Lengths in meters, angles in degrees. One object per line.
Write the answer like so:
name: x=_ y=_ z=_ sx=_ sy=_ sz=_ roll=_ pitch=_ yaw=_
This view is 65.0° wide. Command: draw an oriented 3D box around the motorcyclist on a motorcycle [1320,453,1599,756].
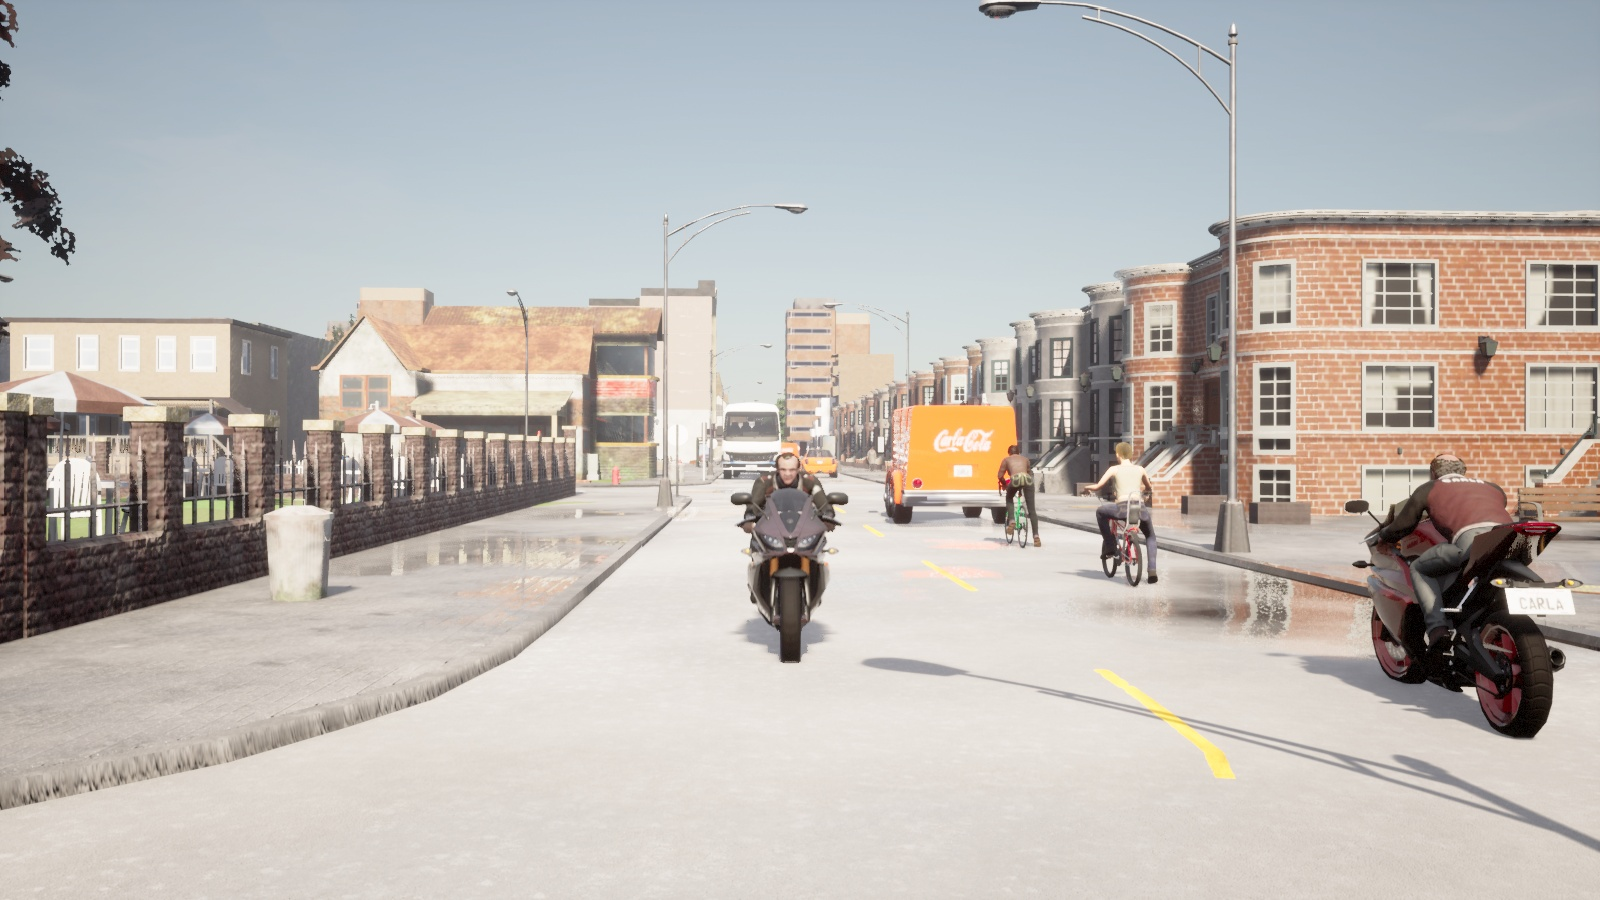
motorcyclist on a motorcycle: x=3.892 y=0.786 z=7.488 sx=0.866 sy=1.530 sz=2.191 roll=0 pitch=0 yaw=6

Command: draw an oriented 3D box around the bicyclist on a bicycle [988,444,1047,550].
bicyclist on a bicycle: x=3.462 y=0.727 z=20.117 sx=0.582 sy=1.620 sz=1.656 roll=0 pitch=0 yaw=-2

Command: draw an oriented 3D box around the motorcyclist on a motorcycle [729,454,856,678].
motorcyclist on a motorcycle: x=-0.090 y=0.796 z=9.695 sx=0.866 sy=1.530 sz=2.191 roll=0 pitch=0 yaw=-2

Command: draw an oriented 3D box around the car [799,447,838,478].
car: x=1.059 y=0.737 z=75.494 sx=2.097 sy=1.767 sz=4.553 roll=0 pitch=0 yaw=-2

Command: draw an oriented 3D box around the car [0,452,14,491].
car: x=-33.778 y=0.843 z=48.970 sx=4.902 sy=1.511 sz=2.128 roll=0 pitch=0 yaw=-3

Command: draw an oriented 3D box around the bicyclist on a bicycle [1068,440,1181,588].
bicyclist on a bicycle: x=3.701 y=0.700 z=14.451 sx=0.866 sy=1.612 sz=1.509 roll=0 pitch=0 yaw=-2

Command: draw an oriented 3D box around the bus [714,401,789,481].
bus: x=-2.785 y=-0.498 z=71.968 sx=3.944 sy=4.253 sz=10.273 roll=0 pitch=0 yaw=-2

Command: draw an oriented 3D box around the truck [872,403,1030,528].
truck: x=3.140 y=0.301 z=27.460 sx=2.627 sy=2.467 sz=5.204 roll=0 pitch=0 yaw=-2
